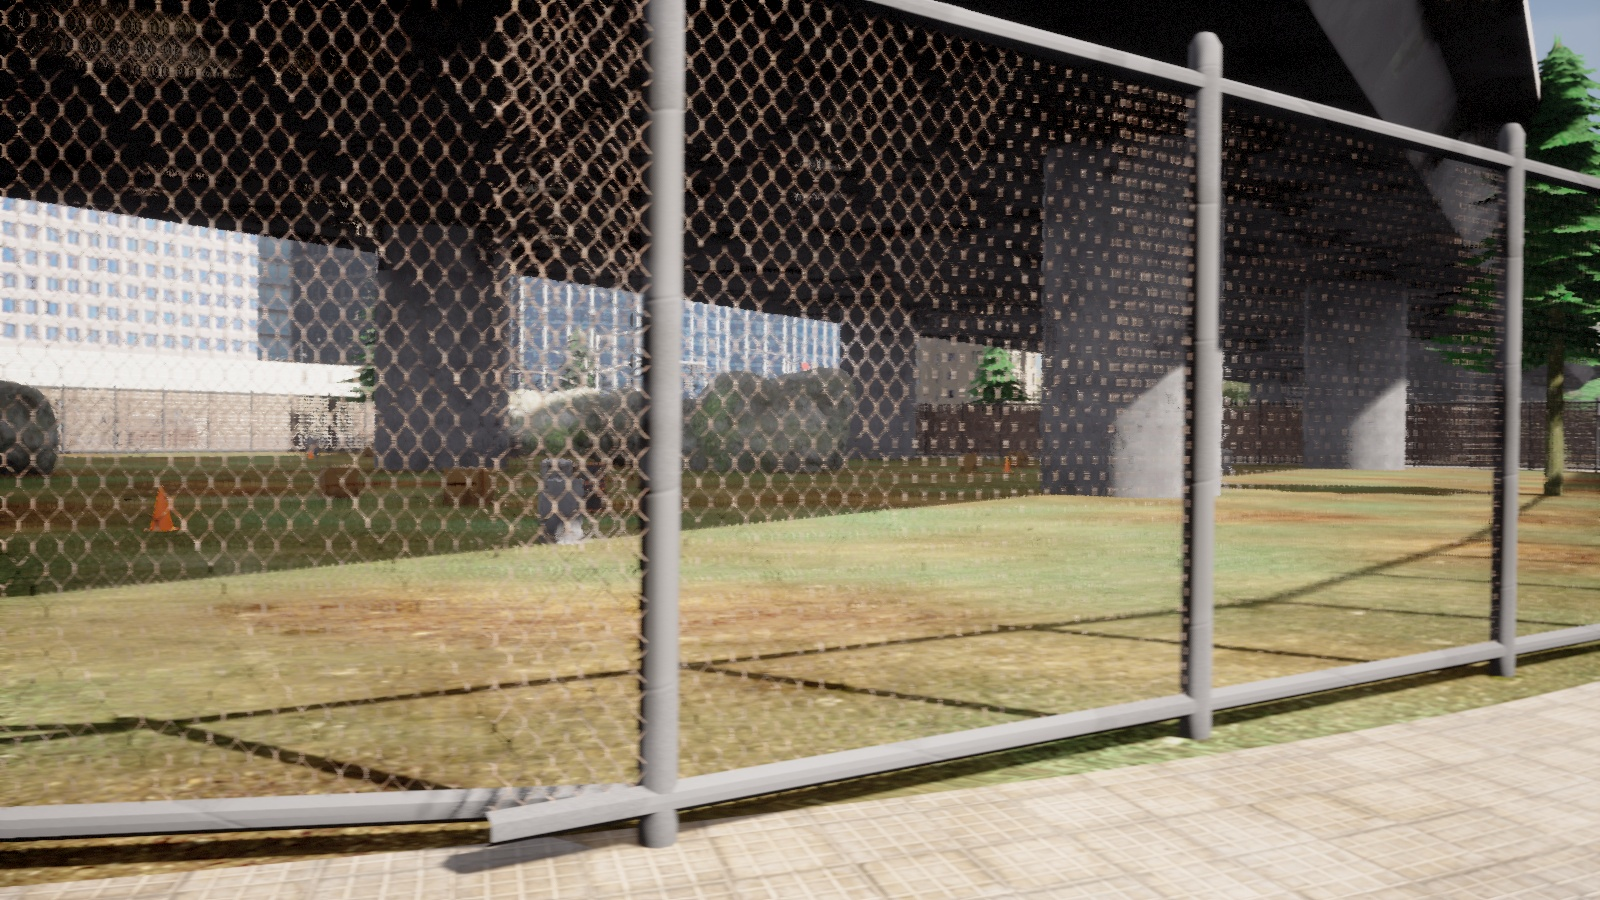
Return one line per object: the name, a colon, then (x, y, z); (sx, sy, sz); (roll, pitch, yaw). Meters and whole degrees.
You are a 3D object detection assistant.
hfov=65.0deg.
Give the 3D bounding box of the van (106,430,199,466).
van: (-37.166, -0.145, 72.158); (1.775, 1.987, 4.442); (0, 1, 33)
